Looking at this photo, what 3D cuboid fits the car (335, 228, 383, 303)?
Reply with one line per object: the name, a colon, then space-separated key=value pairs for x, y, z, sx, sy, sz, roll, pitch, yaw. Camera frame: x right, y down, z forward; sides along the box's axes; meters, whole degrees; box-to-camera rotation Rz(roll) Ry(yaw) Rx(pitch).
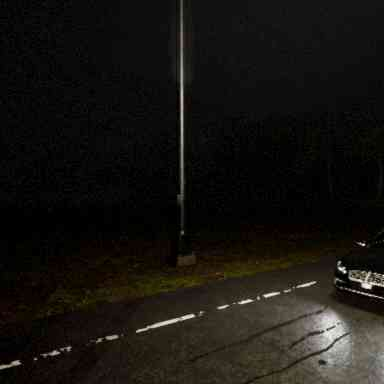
car: x=5.223 y=1.483 z=7.595 sx=4.892 sy=1.490 sz=1.837 roll=0 pitch=0 yaw=-36
